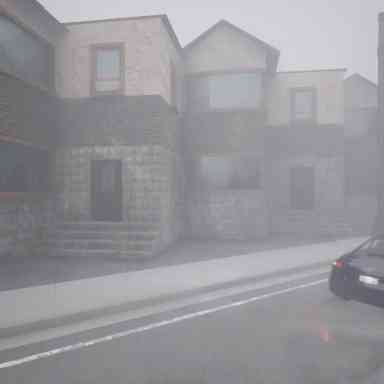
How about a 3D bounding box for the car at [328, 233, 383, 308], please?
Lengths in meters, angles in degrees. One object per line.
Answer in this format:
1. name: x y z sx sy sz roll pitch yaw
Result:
1. car: 4.839 1.564 7.181 4.181 1.385 1.994 0 0 -35
